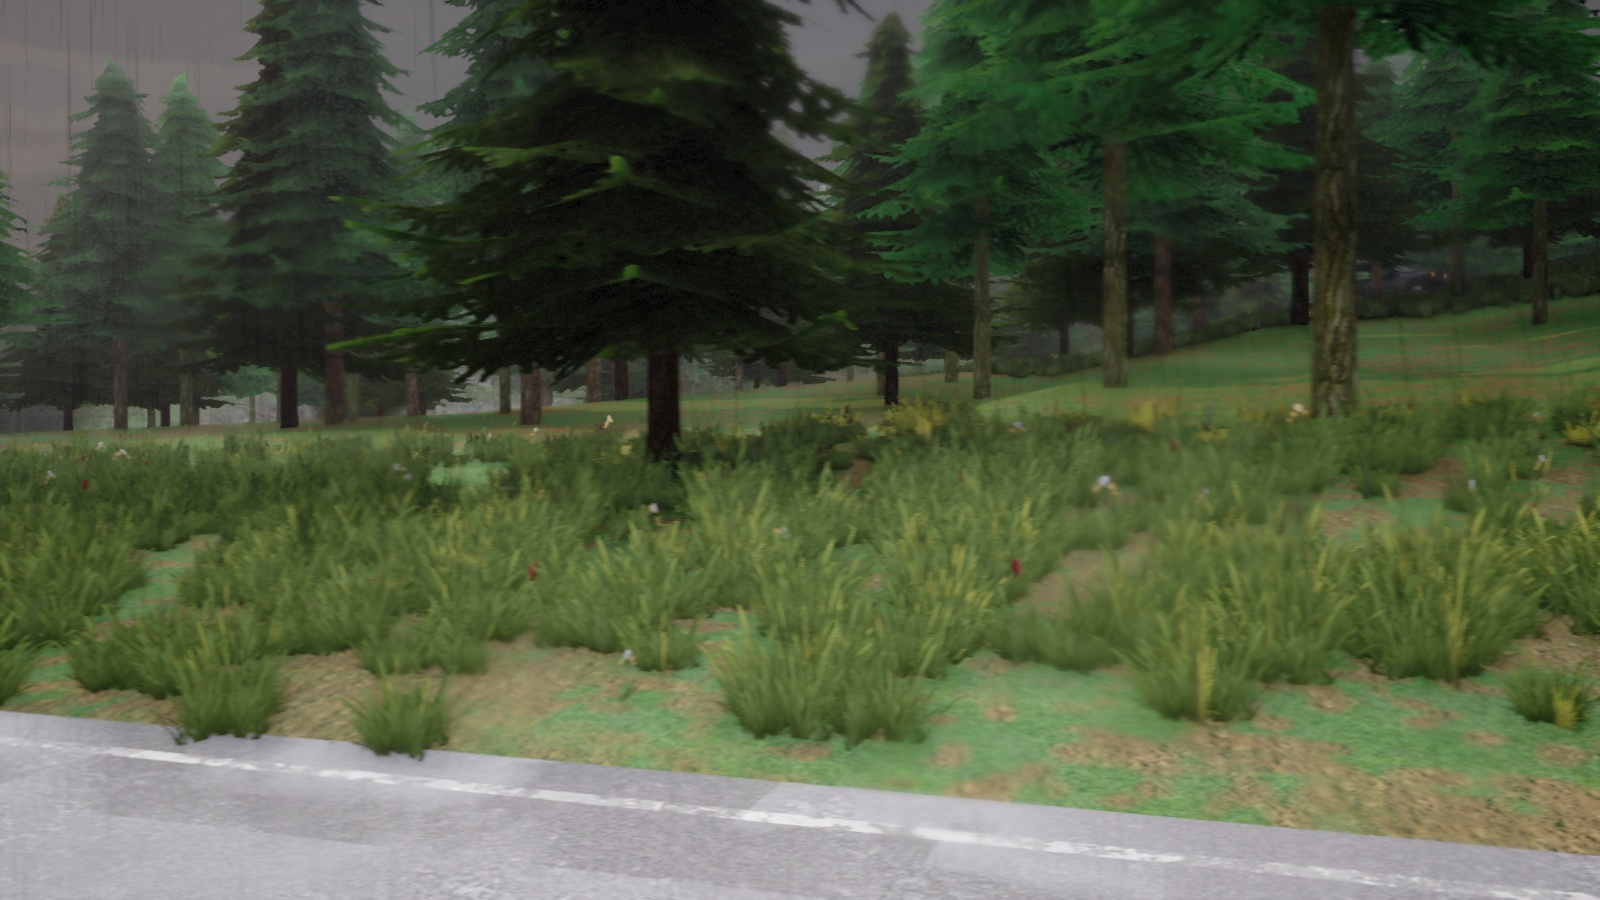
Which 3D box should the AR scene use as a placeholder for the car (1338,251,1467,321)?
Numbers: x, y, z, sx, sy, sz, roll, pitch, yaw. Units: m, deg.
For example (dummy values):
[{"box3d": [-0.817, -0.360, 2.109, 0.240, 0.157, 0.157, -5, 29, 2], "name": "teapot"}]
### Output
[{"box3d": [22.797, -6.159, 47.607, 1.905, 1.878, 3.866, -1, -4, -33], "name": "car"}]
